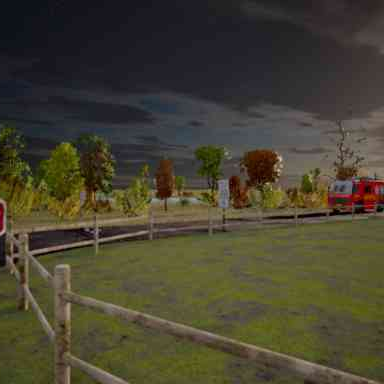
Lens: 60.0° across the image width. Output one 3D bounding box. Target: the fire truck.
[{"bbox_3d":[18.716,0.348,37.210,8.468,3.827,2.891,0,0,-37],"label":"fire truck"}]
